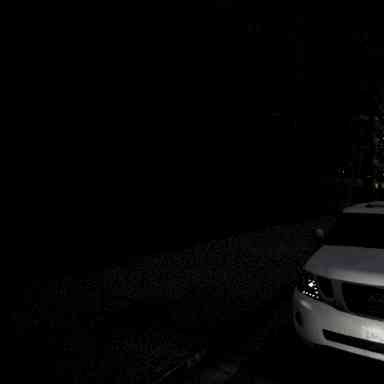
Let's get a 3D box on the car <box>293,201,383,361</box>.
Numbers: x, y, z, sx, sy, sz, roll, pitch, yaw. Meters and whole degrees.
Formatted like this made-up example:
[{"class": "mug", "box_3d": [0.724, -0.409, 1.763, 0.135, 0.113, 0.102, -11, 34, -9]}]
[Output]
[{"class": "car", "box_3d": [3.620, 1.220, 5.926, 2.150, 2.045, 5.566, 0, 0, 35]}]
